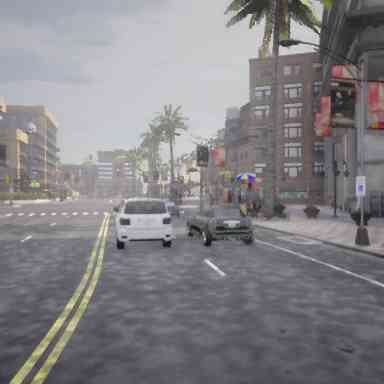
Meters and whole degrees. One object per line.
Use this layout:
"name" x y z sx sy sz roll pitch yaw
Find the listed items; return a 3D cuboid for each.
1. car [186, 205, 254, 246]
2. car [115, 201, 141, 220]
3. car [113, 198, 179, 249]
"car" 1.136 1.365 15.617 2.097 1.767 4.553 0 0 -13
"car" -5.728 1.562 29.438 2.033 1.411 5.357 0 0 -13
"car" -2.283 1.257 14.870 2.150 2.045 5.566 0 0 -13
